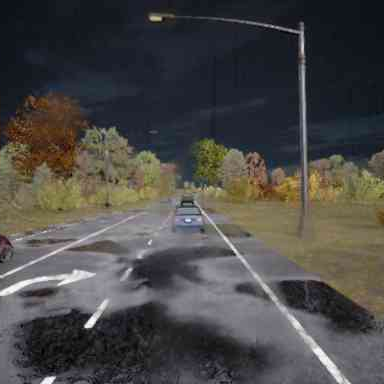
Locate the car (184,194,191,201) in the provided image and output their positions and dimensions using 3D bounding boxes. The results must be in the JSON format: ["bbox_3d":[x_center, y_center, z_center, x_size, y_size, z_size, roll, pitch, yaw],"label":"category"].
[{"bbox_3d":[-1.212,1.445,86.480,1.882,1.535,5.008,-1,0,-1],"label":"car"}]

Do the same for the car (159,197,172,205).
[{"bbox_3d":[-4.816,1.645,61.508,1.994,1.385,4.181,-1,0,4],"label":"car"}]

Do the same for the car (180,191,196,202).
[{"bbox_3d":[-0.760,1.230,55.345,2.150,2.045,5.566,-1,0,-1],"label":"car"}]

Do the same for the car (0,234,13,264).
[{"bbox_3d":[-7.083,1.720,9.639,1.994,1.385,4.181,-1,0,-1],"label":"car"}]

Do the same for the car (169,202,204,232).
[{"bbox_3d":[-0.242,1.564,20.148,2.033,1.411,5.357,-1,0,-1],"label":"car"}]
